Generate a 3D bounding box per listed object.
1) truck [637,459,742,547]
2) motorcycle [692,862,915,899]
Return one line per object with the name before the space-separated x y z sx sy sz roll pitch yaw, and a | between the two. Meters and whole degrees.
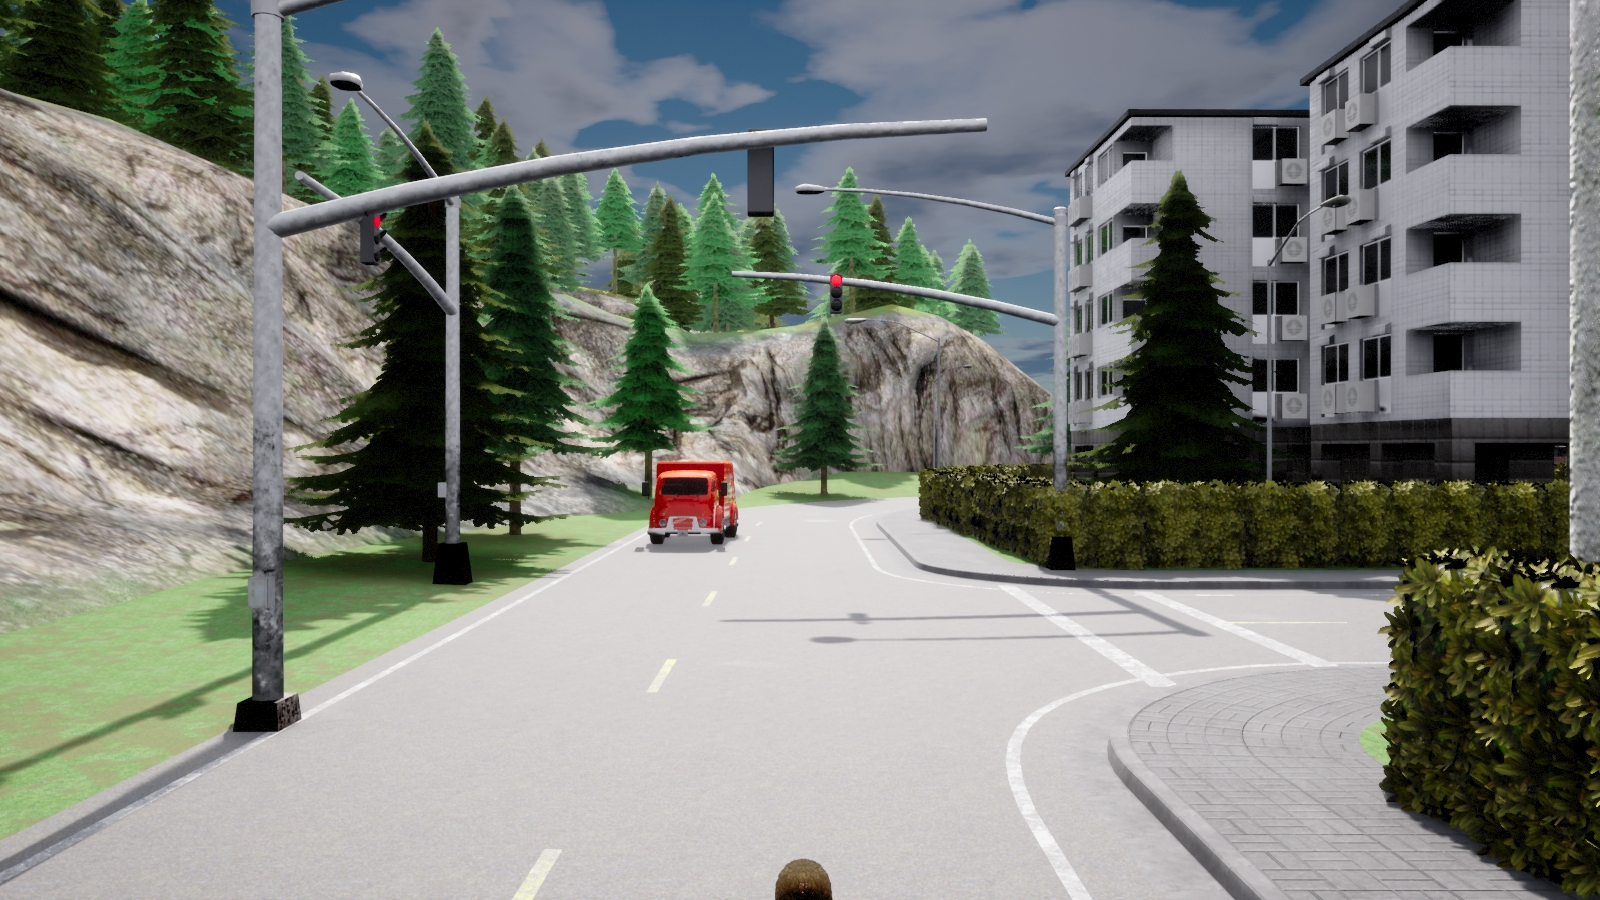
truck | -3.310 1.548 35.380 2.627 2.467 5.204 0 0 1
motorcycle | 0.010 2.193 3.477 0.803 1.145 2.033 0 0 0
